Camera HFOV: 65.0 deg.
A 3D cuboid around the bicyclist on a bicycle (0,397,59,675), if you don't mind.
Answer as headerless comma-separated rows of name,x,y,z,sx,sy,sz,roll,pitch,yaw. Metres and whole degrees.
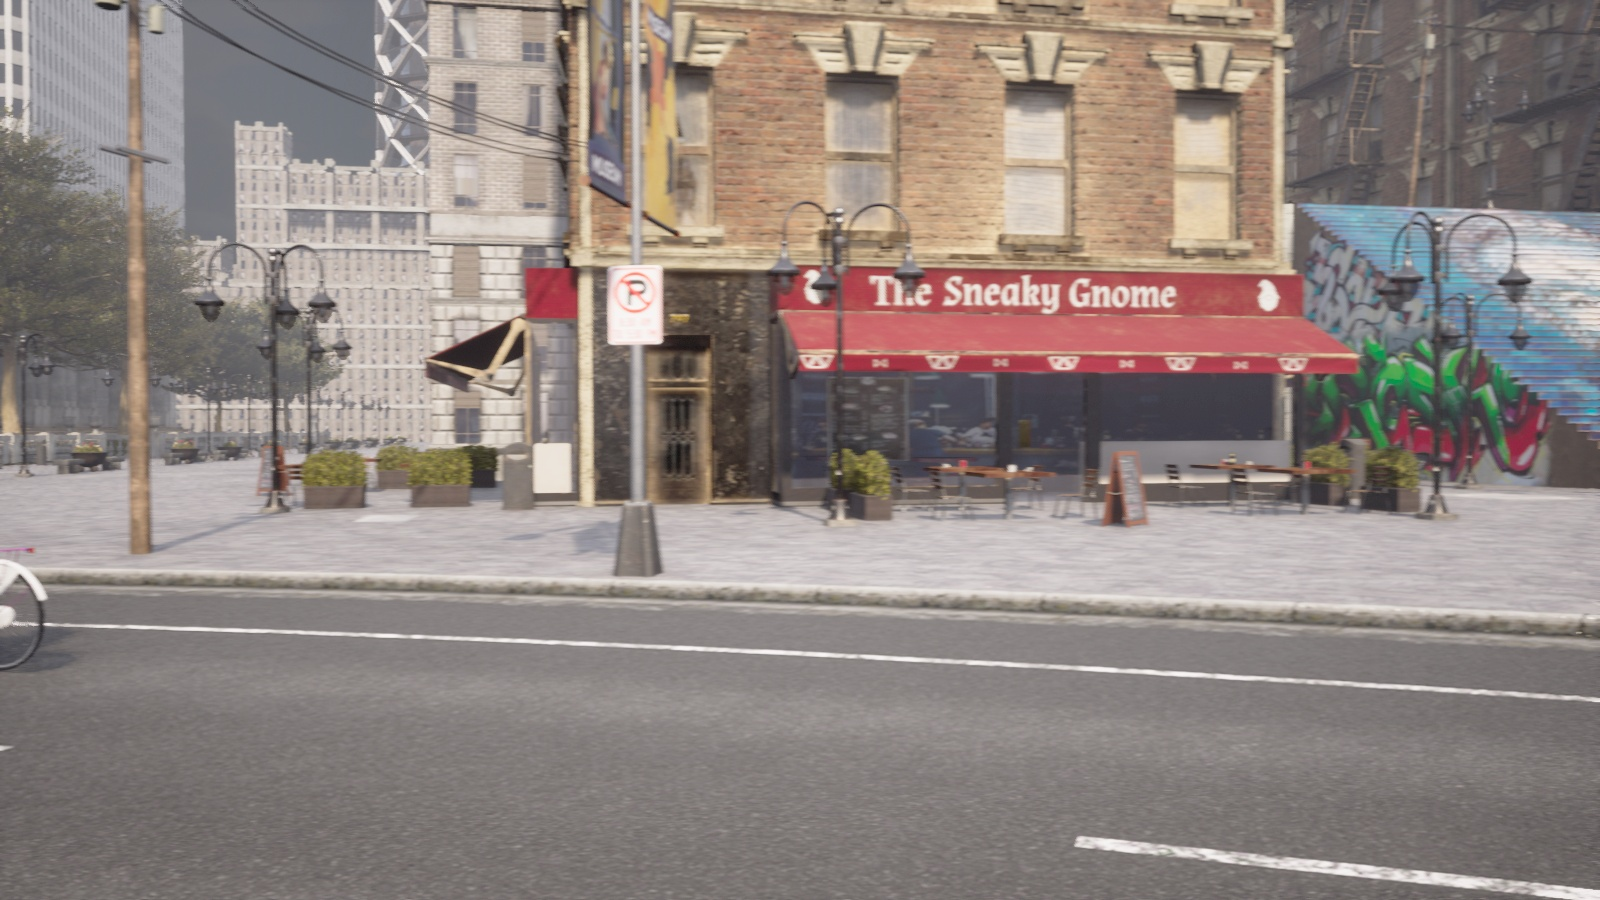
bicyclist on a bicycle,-5.981,0.536,8.342,1.843,1.776,0.659,1,1,11
